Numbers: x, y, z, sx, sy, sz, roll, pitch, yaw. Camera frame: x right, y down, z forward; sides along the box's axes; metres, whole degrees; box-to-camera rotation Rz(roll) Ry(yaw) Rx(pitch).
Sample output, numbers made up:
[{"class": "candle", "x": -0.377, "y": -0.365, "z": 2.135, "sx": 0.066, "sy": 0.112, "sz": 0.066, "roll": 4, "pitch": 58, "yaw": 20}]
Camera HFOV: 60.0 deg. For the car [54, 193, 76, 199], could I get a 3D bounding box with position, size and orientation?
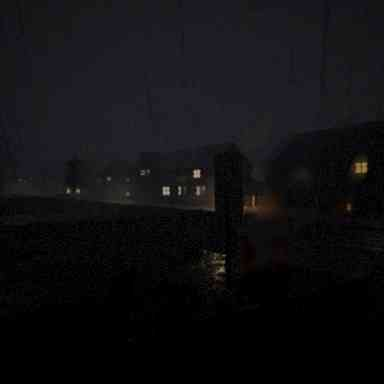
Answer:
[{"class": "car", "x": -18.057, "y": 0.977, "z": 47.241, "sx": 1.837, "sy": 1.490, "sz": 4.892, "roll": -1, "pitch": 2, "yaw": -40}]
